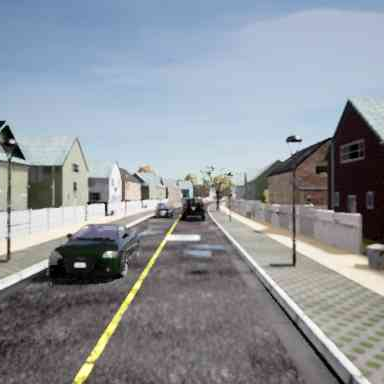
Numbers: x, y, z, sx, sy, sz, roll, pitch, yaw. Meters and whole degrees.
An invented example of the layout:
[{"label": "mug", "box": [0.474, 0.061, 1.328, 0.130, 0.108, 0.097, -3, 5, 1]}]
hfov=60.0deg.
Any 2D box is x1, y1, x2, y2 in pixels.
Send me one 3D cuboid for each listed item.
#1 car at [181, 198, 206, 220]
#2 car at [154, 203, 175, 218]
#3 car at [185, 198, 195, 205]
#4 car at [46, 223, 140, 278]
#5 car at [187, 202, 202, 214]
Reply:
[{"label": "car", "box": [0.142, 1.599, 31.917, 2.150, 2.045, 5.566, 0, -1, 0]}, {"label": "car", "box": [-2.761, 1.899, 34.643, 2.128, 1.511, 4.902, 0, -1, 1]}, {"label": "car", "box": [-0.356, 2.202, 75.886, 1.837, 1.490, 4.892, 0, -1, 5]}, {"label": "car", "box": [-2.845, 1.690, 10.438, 1.994, 1.385, 4.181, 0, -1, 0]}, {"label": "car", "box": [0.364, 2.038, 43.600, 1.812, 1.442, 4.674, 0, -1, 2]}]
